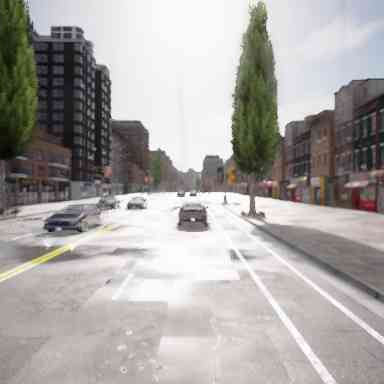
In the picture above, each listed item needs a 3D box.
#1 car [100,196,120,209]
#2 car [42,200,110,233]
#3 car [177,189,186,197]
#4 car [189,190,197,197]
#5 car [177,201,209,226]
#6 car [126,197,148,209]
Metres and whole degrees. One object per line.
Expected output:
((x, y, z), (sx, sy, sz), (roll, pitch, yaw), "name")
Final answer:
((-9.635, 1.211, 38.818), (1.812, 1.442, 4.674), (0, 0, 0), "car")
((-6.516, 1.413, 18.984), (2.033, 1.411, 5.357), (0, 0, 1), "car")
((-2.969, 0.484, 85.984), (2.033, 1.411, 5.357), (0, 1, 0), "car")
((0.283, 0.500, 86.407), (1.994, 1.385, 4.181), (0, 1, 0), "car")
((0.069, 1.375, 22.245), (1.837, 1.490, 4.892), (0, 0, 0), "car")
((-6.377, 1.239, 39.283), (2.033, 1.411, 5.357), (0, 1, 0), "car")
